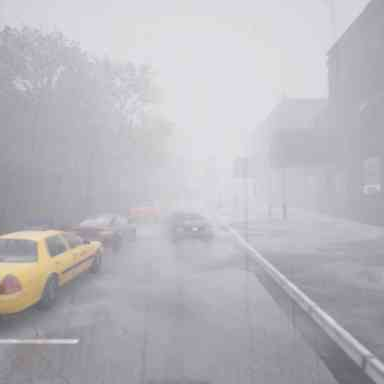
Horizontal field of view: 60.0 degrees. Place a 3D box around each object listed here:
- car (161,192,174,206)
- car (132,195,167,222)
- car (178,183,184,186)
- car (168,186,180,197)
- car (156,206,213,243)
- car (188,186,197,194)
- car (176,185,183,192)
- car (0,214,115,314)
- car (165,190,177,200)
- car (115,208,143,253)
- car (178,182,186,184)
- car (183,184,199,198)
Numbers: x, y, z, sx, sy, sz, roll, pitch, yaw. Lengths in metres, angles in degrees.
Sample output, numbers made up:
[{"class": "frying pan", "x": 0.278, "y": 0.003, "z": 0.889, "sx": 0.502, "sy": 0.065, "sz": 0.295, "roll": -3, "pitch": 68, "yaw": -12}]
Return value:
[{"class": "car", "x": -3.615, "y": 1.228, "z": 38.457, "sx": 1.946, "sy": 1.575, "sz": 5.366, "roll": 1, "pitch": 2, "yaw": 2}, {"class": "car", "x": -3.617, "y": 1.384, "z": 27.436, "sx": 2.185, "sy": 1.767, "sz": 4.553, "roll": 2, "pitch": 1, "yaw": 2}, {"class": "car", "x": -3.614, "y": -0.650, "z": 77.790, "sx": 1.946, "sy": 1.575, "sz": 5.366, "roll": 0, "pitch": 3, "yaw": 2}, {"class": "car", "x": -3.632, "y": 0.384, "z": 55.312, "sx": 2.185, "sy": 1.767, "sz": 4.553, "roll": 0, "pitch": 3, "yaw": 2}, {"class": "car", "x": -0.394, "y": 1.667, "z": 16.950, "sx": 2.033, "sy": 1.411, "sz": 5.357, "roll": 0, "pitch": 0, "yaw": -12}, {"class": "car", "x": 0.029, "y": -0.432, "z": 70.805, "sx": 1.837, "sy": 1.490, "sz": 4.892, "roll": 0, "pitch": 3, "yaw": 0}, {"class": "car", "x": -3.626, "y": -0.061, "z": 66.471, "sx": 2.231, "sy": 1.521, "sz": 4.892, "roll": 0, "pitch": 3, "yaw": 2}, {"class": "car", "x": -3.641, "y": 1.552, "z": 8.040, "sx": 1.946, "sy": 1.575, "sz": 5.366, "roll": 0, "pitch": 0, "yaw": 2}, {"class": "car", "x": -3.616, "y": 1.036, "z": 44.193, "sx": 2.231, "sy": 1.521, "sz": 4.892, "roll": 1, "pitch": 3, "yaw": 2}, {"class": "car", "x": -3.645, "y": 1.638, "z": 14.176, "sx": 2.002, "sy": 1.452, "sz": 4.674, "roll": 0, "pitch": 0, "yaw": 2}, {"class": "car", "x": -3.615, "y": -1.191, "z": 88.763, "sx": 2.163, "sy": 1.488, "sz": 4.792, "roll": 0, "pitch": 3, "yaw": 2}, {"class": "car", "x": 0.025, "y": -0.006, "z": 60.354, "sx": 2.150, "sy": 2.045, "sz": 5.566, "roll": 0, "pitch": 3, "yaw": 0}]
